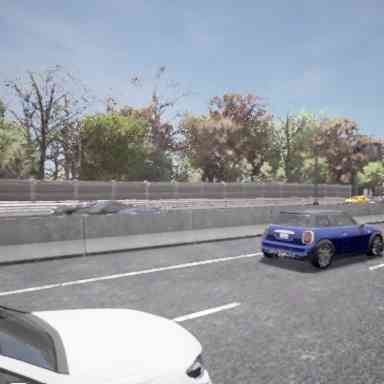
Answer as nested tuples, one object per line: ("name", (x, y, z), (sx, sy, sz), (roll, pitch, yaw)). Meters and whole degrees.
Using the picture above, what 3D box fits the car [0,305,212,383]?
("car", (-1.995, 1.526, 2.323), (4.674, 1.442, 1.812), (0, 0, -35))

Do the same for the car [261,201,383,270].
("car", (4.509, 1.343, 11.260), (4.553, 1.767, 2.097), (0, 0, -35))

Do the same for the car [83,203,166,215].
("car", (-3.087, 1.541, 18.985), (5.357, 1.411, 2.033), (0, 0, -35))

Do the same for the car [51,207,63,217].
("car", (-9.059, 1.485, 27.597), (4.902, 1.511, 2.128), (0, 0, -36))

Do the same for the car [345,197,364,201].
("car", (26.182, 1.457, 52.671), (5.008, 1.535, 1.882), (0, 0, -35))

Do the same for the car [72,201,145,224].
("car", (-6.301, 1.484, 25.287), (4.902, 1.511, 2.128), (0, 0, -35))

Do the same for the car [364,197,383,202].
("car", (28.529, 1.470, 50.051), (4.902, 1.511, 2.128), (0, 0, -35))

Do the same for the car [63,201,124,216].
("car", (-5.398, 1.471, 21.633), (5.008, 1.535, 1.882), (0, 0, -35))
